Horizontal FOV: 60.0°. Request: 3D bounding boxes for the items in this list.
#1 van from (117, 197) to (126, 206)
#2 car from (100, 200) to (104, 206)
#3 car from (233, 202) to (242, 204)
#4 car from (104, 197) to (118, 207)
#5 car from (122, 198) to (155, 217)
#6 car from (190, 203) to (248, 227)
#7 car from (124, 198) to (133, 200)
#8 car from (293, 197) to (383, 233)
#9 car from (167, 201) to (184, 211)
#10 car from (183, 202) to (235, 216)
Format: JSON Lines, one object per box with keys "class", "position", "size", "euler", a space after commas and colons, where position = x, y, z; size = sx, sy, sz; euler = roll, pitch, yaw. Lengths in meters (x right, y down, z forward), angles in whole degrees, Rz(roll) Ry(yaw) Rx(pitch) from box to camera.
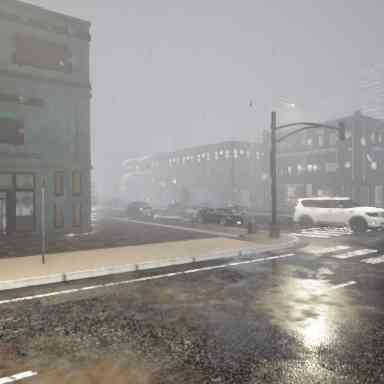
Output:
{"class": "van", "position": [-11.348, 1.907, 59.754], "size": [1.690, 1.788, 3.998], "euler": [-1, 0, -35]}
{"class": "car", "position": [-17.622, 2.227, 68.872], "size": [1.887, 1.381, 4.507], "euler": [-1, 0, -35]}
{"class": "car", "position": [4.352, 1.809, 36.960], "size": [2.008, 1.369, 4.403], "euler": [-2, 0, -35]}
{"class": "car", "position": [-14.488, 1.940, 64.313], "size": [2.192, 1.841, 5.009], "euler": [-1, 0, -35]}
{"class": "car", "position": [-5.691, 1.846, 36.764], "size": [1.967, 1.590, 4.097], "euler": [-1, 0, -35]}
{"class": "car", "position": [2.082, 1.814, 25.267], "size": [1.947, 1.339, 4.313], "euler": [-1, 0, -35]}
{"class": "car", "position": [-6.503, 1.916, 42.548], "size": [1.882, 1.535, 5.008], "euler": [-1, 0, -34]}
{"class": "car", "position": [8.979, 1.325, 20.565], "size": [2.150, 2.045, 5.566], "euler": [-1, -2, -38]}
{"class": "car", "position": [-1.925, 1.966, 46.078], "size": [1.802, 1.307, 4.206], "euler": [-1, 0, -35]}
{"class": "car", "position": [1.461, 1.880, 30.966], "size": [1.895, 1.301, 4.718], "euler": [-1, 0, -35]}
